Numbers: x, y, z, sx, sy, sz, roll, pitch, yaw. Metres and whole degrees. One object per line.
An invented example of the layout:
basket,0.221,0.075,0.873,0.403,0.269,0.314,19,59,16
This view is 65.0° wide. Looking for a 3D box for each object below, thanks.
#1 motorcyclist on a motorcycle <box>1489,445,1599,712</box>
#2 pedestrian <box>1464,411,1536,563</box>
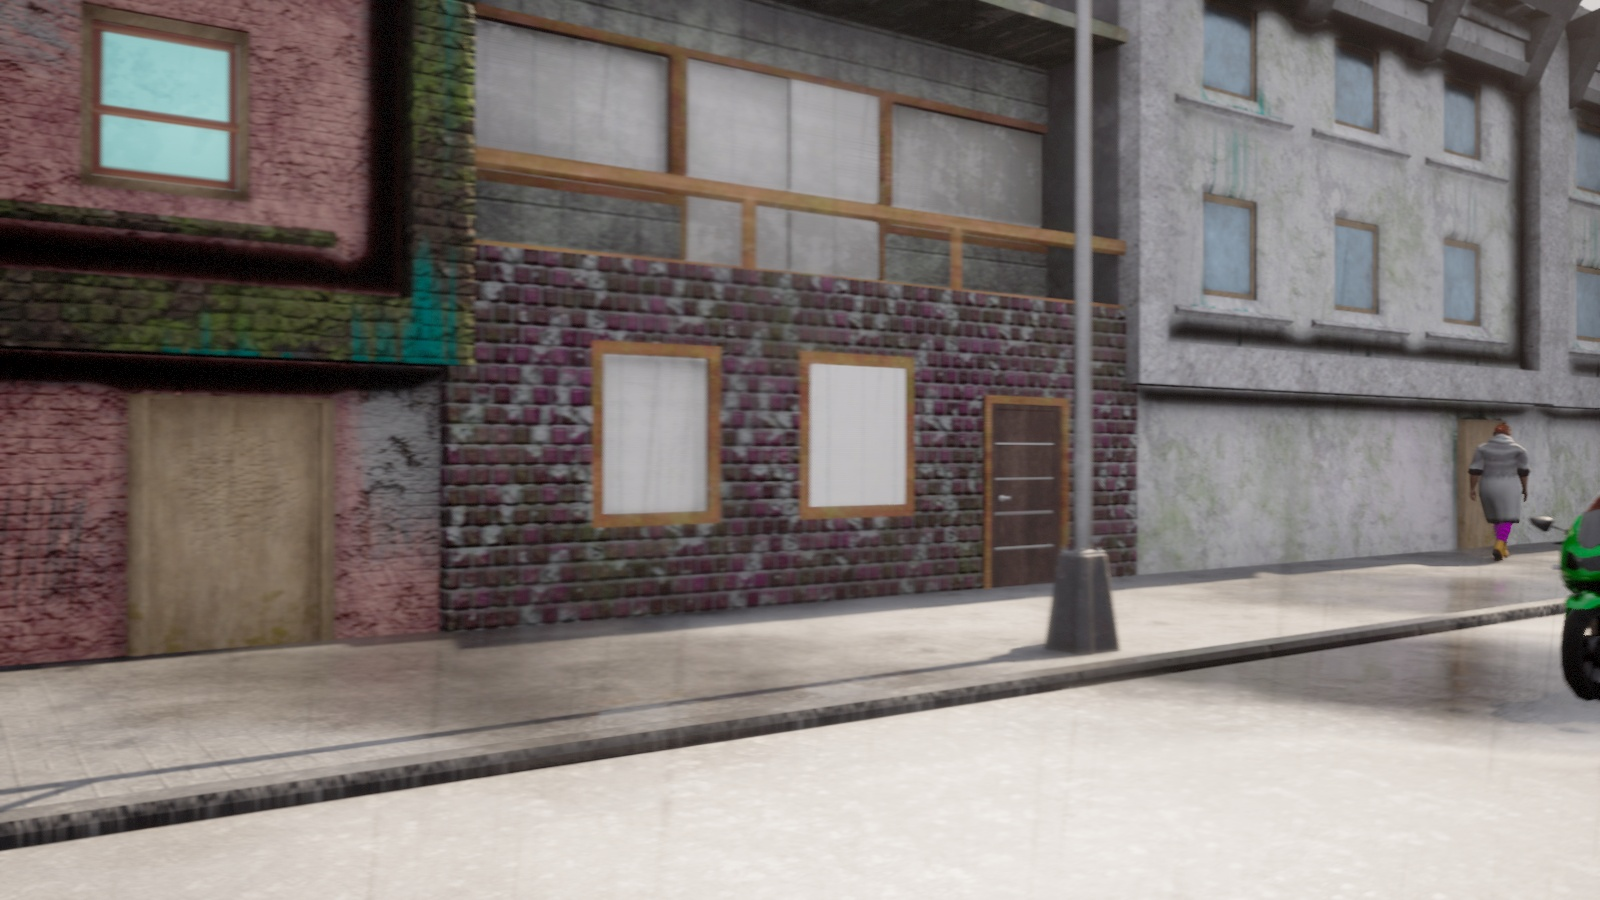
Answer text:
motorcyclist on a motorcycle,5.287,0.735,7.948,2.044,1.523,0.797,0,0,-35
pedestrian,9.300,0.476,16.676,0.659,1.952,0.873,0,0,41
